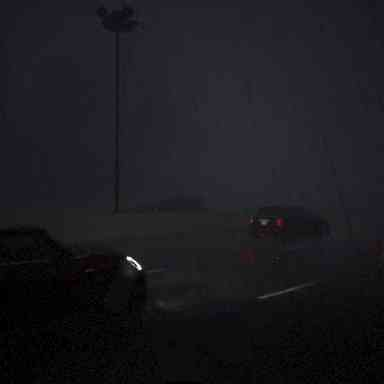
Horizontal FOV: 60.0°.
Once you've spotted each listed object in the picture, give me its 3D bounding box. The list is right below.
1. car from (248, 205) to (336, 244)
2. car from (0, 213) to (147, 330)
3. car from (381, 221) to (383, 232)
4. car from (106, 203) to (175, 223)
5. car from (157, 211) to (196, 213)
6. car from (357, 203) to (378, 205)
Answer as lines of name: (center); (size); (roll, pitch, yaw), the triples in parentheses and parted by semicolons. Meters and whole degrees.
car: (4.945, 1.462, 16.682); (4.553, 1.767, 2.097); (1, 0, -40)
car: (-3.101, 1.368, 5.966); (4.553, 1.767, 2.097); (0, 0, -36)
car: (12.237, 1.755, 18.357); (4.718, 1.301, 1.895); (1, 0, -42)
car: (-4.189, 1.667, 27.493); (5.357, 1.411, 2.033); (1, 0, -40)
car: (-1.330, 1.344, 25.342); (5.566, 2.045, 2.150); (0, 0, -40)
car: (27.675, 1.759, 52.615); (4.553, 1.767, 2.097); (1, 0, -43)
